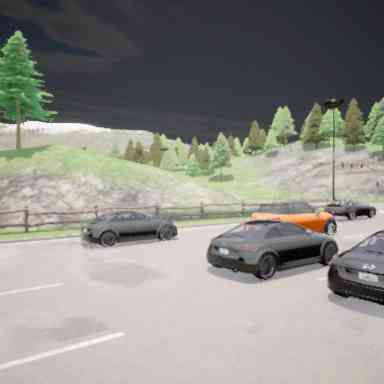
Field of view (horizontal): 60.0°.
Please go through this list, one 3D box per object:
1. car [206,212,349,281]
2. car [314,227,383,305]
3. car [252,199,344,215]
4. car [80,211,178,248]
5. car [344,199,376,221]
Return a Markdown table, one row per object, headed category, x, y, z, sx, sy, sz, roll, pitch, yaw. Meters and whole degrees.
| category | x | y | z | sx | sy | sz | roll | pitch | yaw |
| --- | --- | --- | --- | --- | --- | --- | --- | --- | --- |
| car | 2.466 | 1.502 | 9.802 | 4.181 | 1.385 | 1.994 | 0 | 0 | -35 |
| car | 4.815 | 1.499 | 7.178 | 4.181 | 1.385 | 1.994 | 0 | 0 | -36 |
| car | 4.855 | 1.250 | 15.804 | 4.553 | 1.767 | 2.097 | -1 | 0 | -35 |
| car | -2.716 | 1.514 | 14.705 | 4.181 | 1.385 | 1.994 | 0 | 0 | -35 |
| car | 12.043 | 1.296 | 25.228 | 4.902 | 1.511 | 2.128 | 0 | 0 | -35 |
